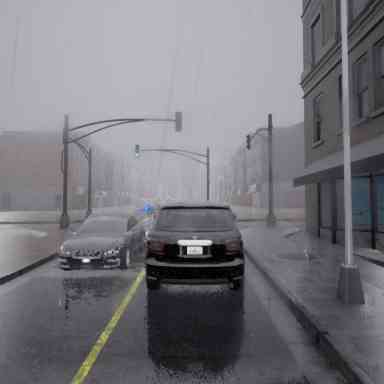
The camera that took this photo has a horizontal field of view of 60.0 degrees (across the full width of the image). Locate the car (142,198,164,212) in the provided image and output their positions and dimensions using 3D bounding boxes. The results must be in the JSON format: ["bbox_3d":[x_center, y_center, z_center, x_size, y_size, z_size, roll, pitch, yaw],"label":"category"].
[{"bbox_3d":[-5.208,1.703,45.080,2.192,1.841,5.009,2,-1,0],"label":"car"}]

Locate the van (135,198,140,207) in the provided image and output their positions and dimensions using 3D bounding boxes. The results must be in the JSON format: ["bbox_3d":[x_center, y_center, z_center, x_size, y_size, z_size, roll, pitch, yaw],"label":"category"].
[{"bbox_3d":[-5.226,1.580,36.775,1.690,1.788,3.998,2,-1,0],"label":"van"}]

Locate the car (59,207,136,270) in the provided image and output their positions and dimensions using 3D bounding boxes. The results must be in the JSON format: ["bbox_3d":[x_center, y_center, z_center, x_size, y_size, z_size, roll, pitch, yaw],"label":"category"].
[{"bbox_3d":[-2.706,1.473,10.948,1.837,1.490,4.892,0,1,0],"label":"car"}]

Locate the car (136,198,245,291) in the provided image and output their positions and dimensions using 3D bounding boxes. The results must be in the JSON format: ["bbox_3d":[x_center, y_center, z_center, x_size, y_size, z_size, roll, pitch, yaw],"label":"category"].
[{"bbox_3d":[0.084,1.195,9.087,2.150,2.045,5.566,0,0,1],"label":"car"}]

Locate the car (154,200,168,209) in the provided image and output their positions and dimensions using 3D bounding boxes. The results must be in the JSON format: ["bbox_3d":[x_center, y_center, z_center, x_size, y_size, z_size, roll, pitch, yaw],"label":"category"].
[{"bbox_3d":[-5.194,2.133,55.654,1.887,1.381,4.507,2,-1,0],"label":"car"}]

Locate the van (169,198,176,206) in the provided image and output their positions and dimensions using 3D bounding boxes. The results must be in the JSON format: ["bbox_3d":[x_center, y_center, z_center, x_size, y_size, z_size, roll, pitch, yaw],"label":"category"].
[{"bbox_3d":[-5.126,2.617,87.393,1.690,1.788,3.998,1,-1,0],"label":"van"}]

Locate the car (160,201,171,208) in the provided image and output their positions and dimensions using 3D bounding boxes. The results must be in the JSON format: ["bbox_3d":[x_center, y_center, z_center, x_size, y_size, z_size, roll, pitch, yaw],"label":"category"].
[{"bbox_3d":[-5.173,2.385,66.232,1.802,1.307,4.206,2,-1,0],"label":"car"}]

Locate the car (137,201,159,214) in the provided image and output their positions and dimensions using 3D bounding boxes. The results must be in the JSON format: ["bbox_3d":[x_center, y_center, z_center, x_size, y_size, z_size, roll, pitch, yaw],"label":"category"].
[{"bbox_3d":[-5.226,1.849,40.091,2.008,1.369,4.403,2,-1,0],"label":"car"}]

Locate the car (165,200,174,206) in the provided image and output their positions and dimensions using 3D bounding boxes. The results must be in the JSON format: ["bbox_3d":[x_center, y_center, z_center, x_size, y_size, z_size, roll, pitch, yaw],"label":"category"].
[{"bbox_3d":[-5.151,2.577,76.811,1.887,1.381,4.507,1,-1,0],"label":"car"}]
